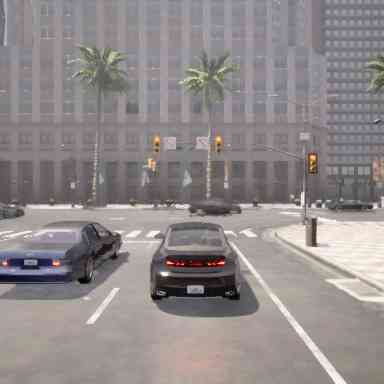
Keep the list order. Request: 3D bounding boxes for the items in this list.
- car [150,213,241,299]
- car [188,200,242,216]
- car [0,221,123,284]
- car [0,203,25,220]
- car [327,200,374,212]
[{"bbox_3d":[0.074,1.505,8.403,1.837,1.490,4.892,0,0,0],"label":"car"},{"bbox_3d":[2.148,1.477,31.325,5.008,1.535,1.882,0,0,0],"label":"car"},{"bbox_3d":[-3.422,1.547,9.597,2.033,1.411,5.357,0,0,0],"label":"car"},{"bbox_3d":[-16.341,1.564,27.844,4.181,1.385,1.994,0,0,0],"label":"car"},{"bbox_3d":[18.215,1.601,38.483,4.718,1.301,1.895,0,0,0],"label":"car"}]
